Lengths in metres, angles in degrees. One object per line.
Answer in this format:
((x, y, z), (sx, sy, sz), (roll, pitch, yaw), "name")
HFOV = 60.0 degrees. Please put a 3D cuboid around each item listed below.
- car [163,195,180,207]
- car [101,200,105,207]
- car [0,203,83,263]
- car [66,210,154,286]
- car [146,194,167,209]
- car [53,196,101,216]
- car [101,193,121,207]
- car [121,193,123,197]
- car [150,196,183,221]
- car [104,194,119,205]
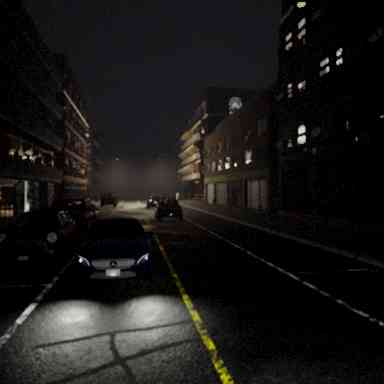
((-2.946, 1.226, 46.460), (1.752, 1.417, 4.829), (0, 0, -10), "car")
((-7.193, 1.438, 22.628), (1.802, 1.307, 4.206), (0, 0, -10), "car")
((-5.205, 1.367, 11.531), (1.967, 1.590, 4.097), (0, 0, -10), "car")
((-2.102, 1.465, 9.462), (1.812, 1.442, 4.674), (0, 0, -10), "car")
((-4.655, 1.283, 41.092), (2.033, 1.411, 5.357), (0, 0, -10), "car")
((-6.198, 1.206, 17.079), (2.192, 1.841, 5.009), (0, 0, -10), "car")
((-11.165, 1.027, 44.819), (2.192, 1.841, 5.009), (0, 0, -10), "car")
((-13.153, 1.184, 55.916), (1.887, 1.381, 4.507), (0, 0, -10), "car")
((-1.849, 1.330, 25.375), (2.128, 1.511, 4.902), (0, 0, -10), "car")
((-12.159, 1.116, 50.366), (1.967, 1.590, 4.097), (0, 0, -10), "car")
